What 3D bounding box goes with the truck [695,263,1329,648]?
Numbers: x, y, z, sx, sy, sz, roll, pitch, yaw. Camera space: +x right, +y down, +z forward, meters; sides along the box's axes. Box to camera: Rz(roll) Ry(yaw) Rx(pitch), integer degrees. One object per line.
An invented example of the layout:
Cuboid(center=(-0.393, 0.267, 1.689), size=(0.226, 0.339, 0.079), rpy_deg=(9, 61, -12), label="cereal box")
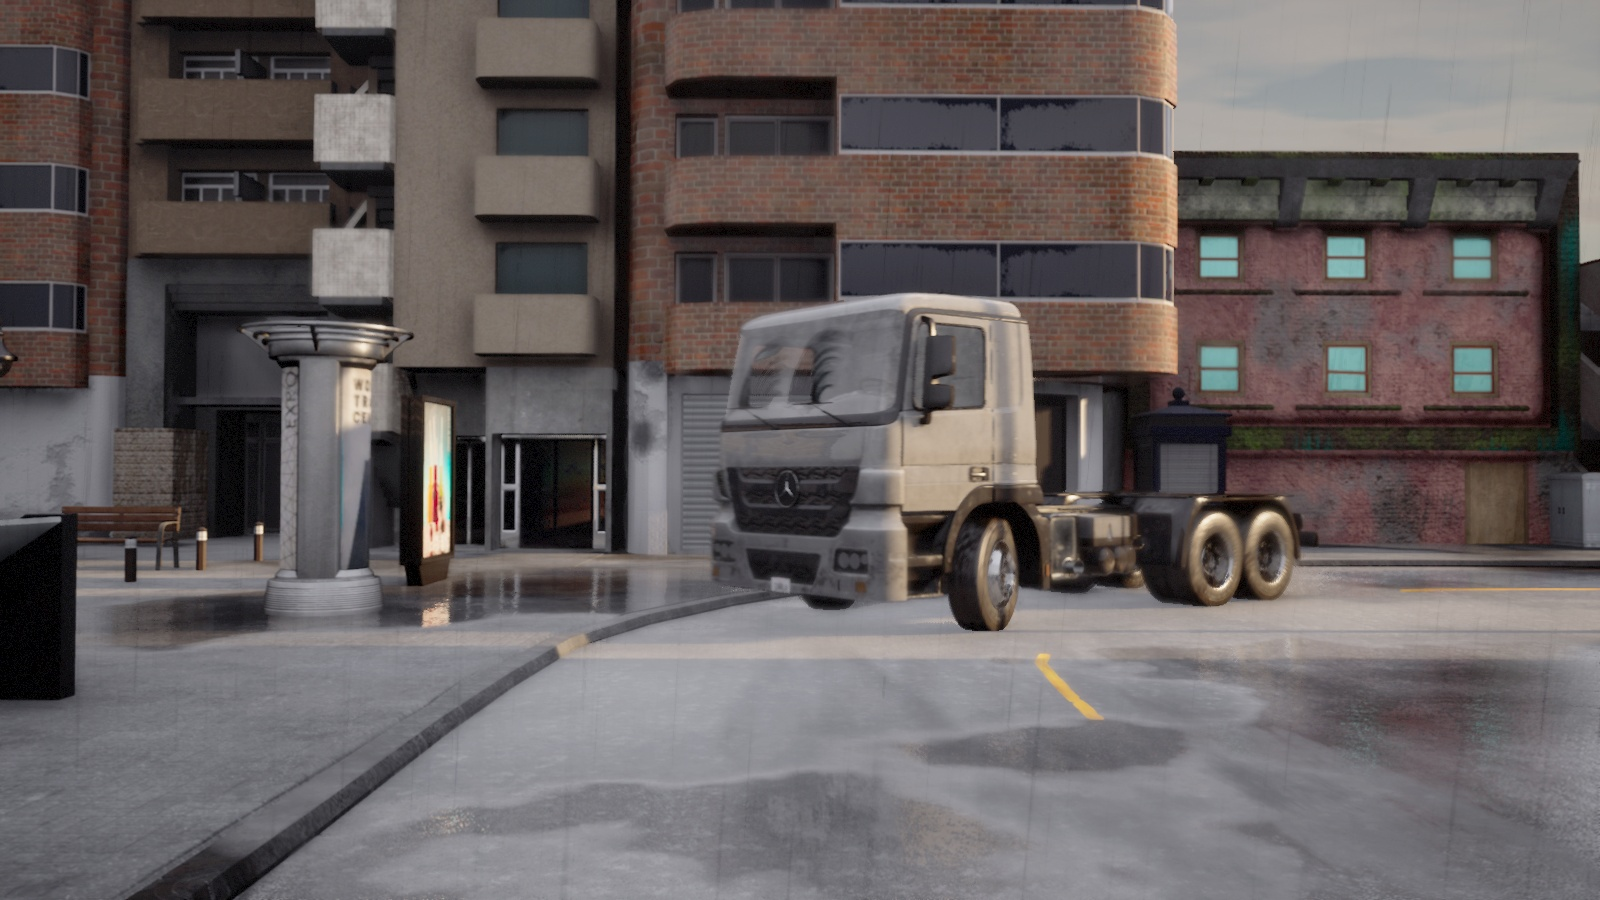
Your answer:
Cuboid(center=(2.861, 0.109, 14.933), size=(7.936, 3.462, 2.891), rpy_deg=(1, -2, -39), label="truck")
